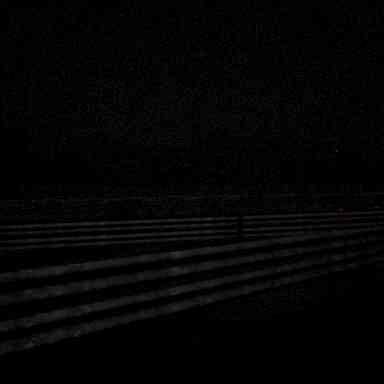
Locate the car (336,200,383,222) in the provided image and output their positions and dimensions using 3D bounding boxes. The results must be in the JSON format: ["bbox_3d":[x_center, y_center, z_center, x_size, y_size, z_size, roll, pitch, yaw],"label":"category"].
[{"bbox_3d":[11.400,1.276,20.864,4.902,1.511,2.128,-1,1,-13],"label":"car"}]

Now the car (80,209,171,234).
[{"bbox_3d":[-3.413,1.606,17.381,4.674,1.442,1.812,-1,1,-13],"label":"car"}]
